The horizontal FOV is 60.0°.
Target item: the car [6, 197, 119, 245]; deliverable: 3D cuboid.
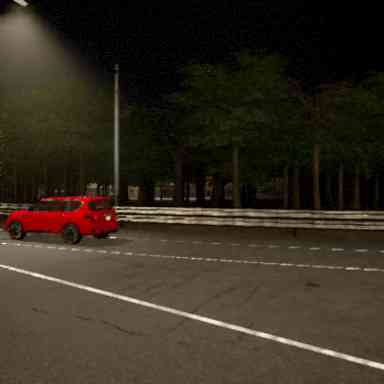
[{"bbox_3d":[-6.124,1.237,15.663,5.566,2.045,2.150,0,0,23],"label":"car"}]
